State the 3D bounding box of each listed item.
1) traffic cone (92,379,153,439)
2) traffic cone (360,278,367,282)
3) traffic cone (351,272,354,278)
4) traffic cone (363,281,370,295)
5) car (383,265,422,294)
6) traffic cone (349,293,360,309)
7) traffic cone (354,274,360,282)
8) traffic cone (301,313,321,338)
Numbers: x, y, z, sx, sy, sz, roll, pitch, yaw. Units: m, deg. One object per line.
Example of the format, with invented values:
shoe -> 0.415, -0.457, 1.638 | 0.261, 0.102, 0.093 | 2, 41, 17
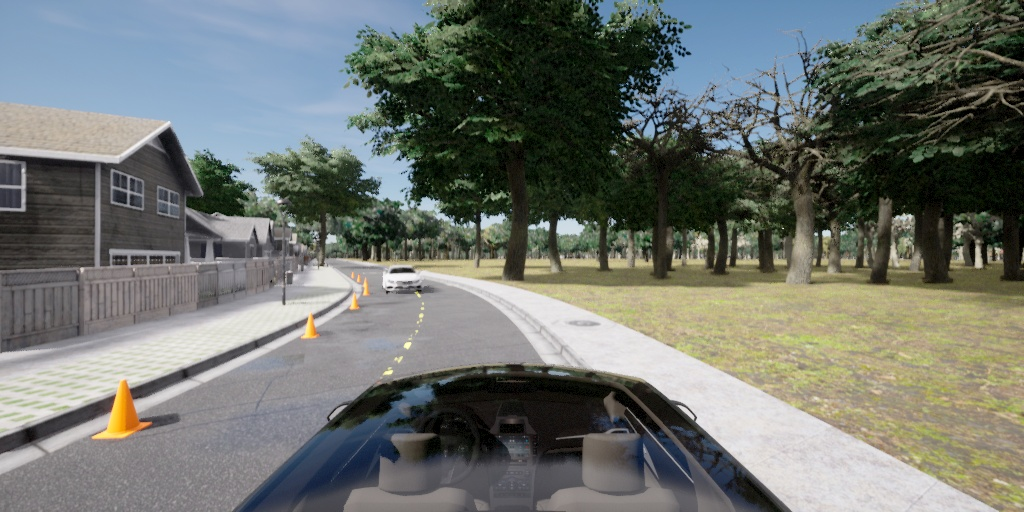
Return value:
traffic cone -> -4.423, 1.701, 4.082 | 0.340, 0.580, 0.340 | 0, 0, -4
traffic cone -> -9.153, 1.652, 22.433 | 0.340, 0.580, 0.340 | 0, 0, -25
traffic cone -> -13.797, 1.624, 31.125 | 0.340, 0.580, 0.340 | 0, 0, -29
traffic cone -> -7.324, 1.665, 18.034 | 0.340, 0.580, 0.340 | 0, 0, -20
car -> -6.193, 1.234, 20.069 | 1.812, 1.442, 4.674 | 0, 0, -22
traffic cone -> -5.918, 1.678, 13.481 | 0.340, 0.580, 0.340 | 0, 0, -14
traffic cone -> -11.403, 1.638, 26.735 | 0.340, 0.580, 0.340 | 0, 0, -29
traffic cone -> -4.948, 1.690, 8.816 | 0.340, 0.580, 0.340 | 0, 0, -9
